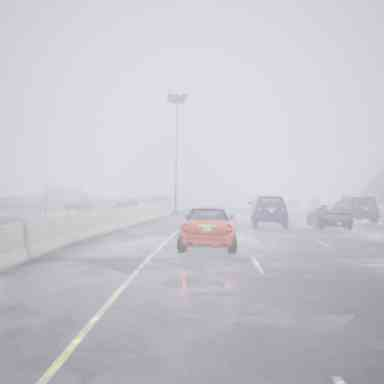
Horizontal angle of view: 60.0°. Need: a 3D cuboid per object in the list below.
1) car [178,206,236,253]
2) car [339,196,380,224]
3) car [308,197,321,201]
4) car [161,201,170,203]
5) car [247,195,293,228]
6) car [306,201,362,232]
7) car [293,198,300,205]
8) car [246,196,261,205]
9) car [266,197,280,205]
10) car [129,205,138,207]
[{"bbox_3d":[0.720,1.344,13.865,2.097,1.767,4.553,1,0,5],"label":"car"},{"bbox_3d":[12.787,1.327,26.223,2.150,2.045,5.566,0,0,10],"label":"car"},{"bbox_3d":[21.960,1.656,59.798,2.128,1.511,4.902,1,0,21],"label":"car"},{"bbox_3d":[-4.593,1.256,46.478,2.097,1.767,4.553,1,0,15],"label":"car"},{"bbox_3d":[5.118,1.249,22.483,2.150,2.045,5.566,0,0,8],"label":"car"},{"bbox_3d":[8.567,1.558,21.023,2.128,1.511,4.902,0,0,7],"label":"car"},{"bbox_3d":[18.539,1.693,60.760,1.994,1.385,4.181,1,0,21],"label":"car"},{"bbox_3d":[11.493,1.581,61.997,1.812,1.442,4.674,0,0,21],"label":"car"},{"bbox_3d":[15.065,1.595,61.527,1.837,1.490,4.892,0,-1,21],"label":"car"},{"bbox_3d":[-8.677,1.389,44.643,1.812,1.442,4.674,1,0,14],"label":"car"}]
